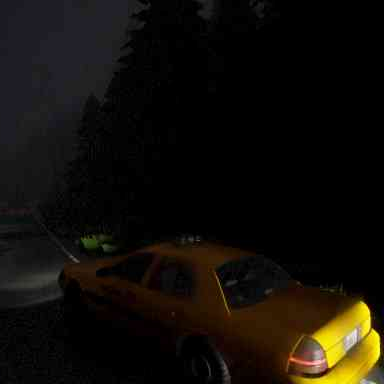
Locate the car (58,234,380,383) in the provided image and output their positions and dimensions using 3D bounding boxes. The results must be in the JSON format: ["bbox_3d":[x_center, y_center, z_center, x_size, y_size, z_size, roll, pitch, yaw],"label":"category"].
[{"bbox_3d":[-0.247,1.417,5.097,5.366,1.575,1.801,1,1,44],"label":"car"}]

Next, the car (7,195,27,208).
[{"bbox_3d":[-21.055,1.057,40.114,2.128,1.511,4.902,-2,2,-26],"label":"car"}]
